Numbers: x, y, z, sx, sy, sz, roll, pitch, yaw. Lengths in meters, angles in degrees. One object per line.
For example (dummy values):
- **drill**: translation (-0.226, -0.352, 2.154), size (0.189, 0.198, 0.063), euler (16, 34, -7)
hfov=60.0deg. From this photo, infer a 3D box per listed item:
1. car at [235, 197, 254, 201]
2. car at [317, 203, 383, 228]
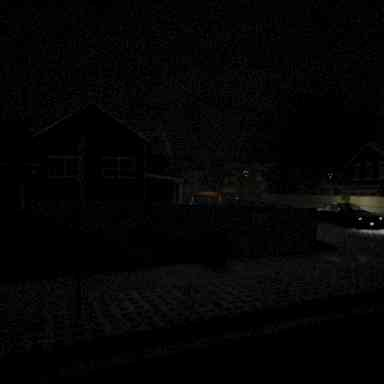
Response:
- **car**: translation (6.210, 1.246, 39.633), size (2.033, 1.411, 5.357), euler (0, 1, -14)
- **car**: translation (9.747, 1.404, 21.464), size (2.033, 1.411, 5.357), euler (0, 0, -10)
